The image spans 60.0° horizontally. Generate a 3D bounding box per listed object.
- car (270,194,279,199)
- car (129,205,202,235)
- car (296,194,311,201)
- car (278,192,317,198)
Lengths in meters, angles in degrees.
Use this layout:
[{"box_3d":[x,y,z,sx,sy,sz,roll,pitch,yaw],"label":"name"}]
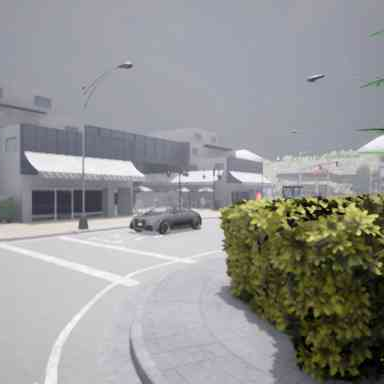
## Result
[{"box_3d":[18.901,1.223,74.534,1.970,1.475,3.806,0,0,37],"label":"car"},{"box_3d":[-1.278,1.379,17.581,1.994,1.385,4.181,0,0,38],"label":"car"},{"box_3d":[26.107,1.291,77.878,2.007,1.523,4.514,0,0,37],"label":"car"},{"box_3d":[10.735,1.167,33.030,2.097,1.767,4.553,0,0,38],"label":"car"}]
